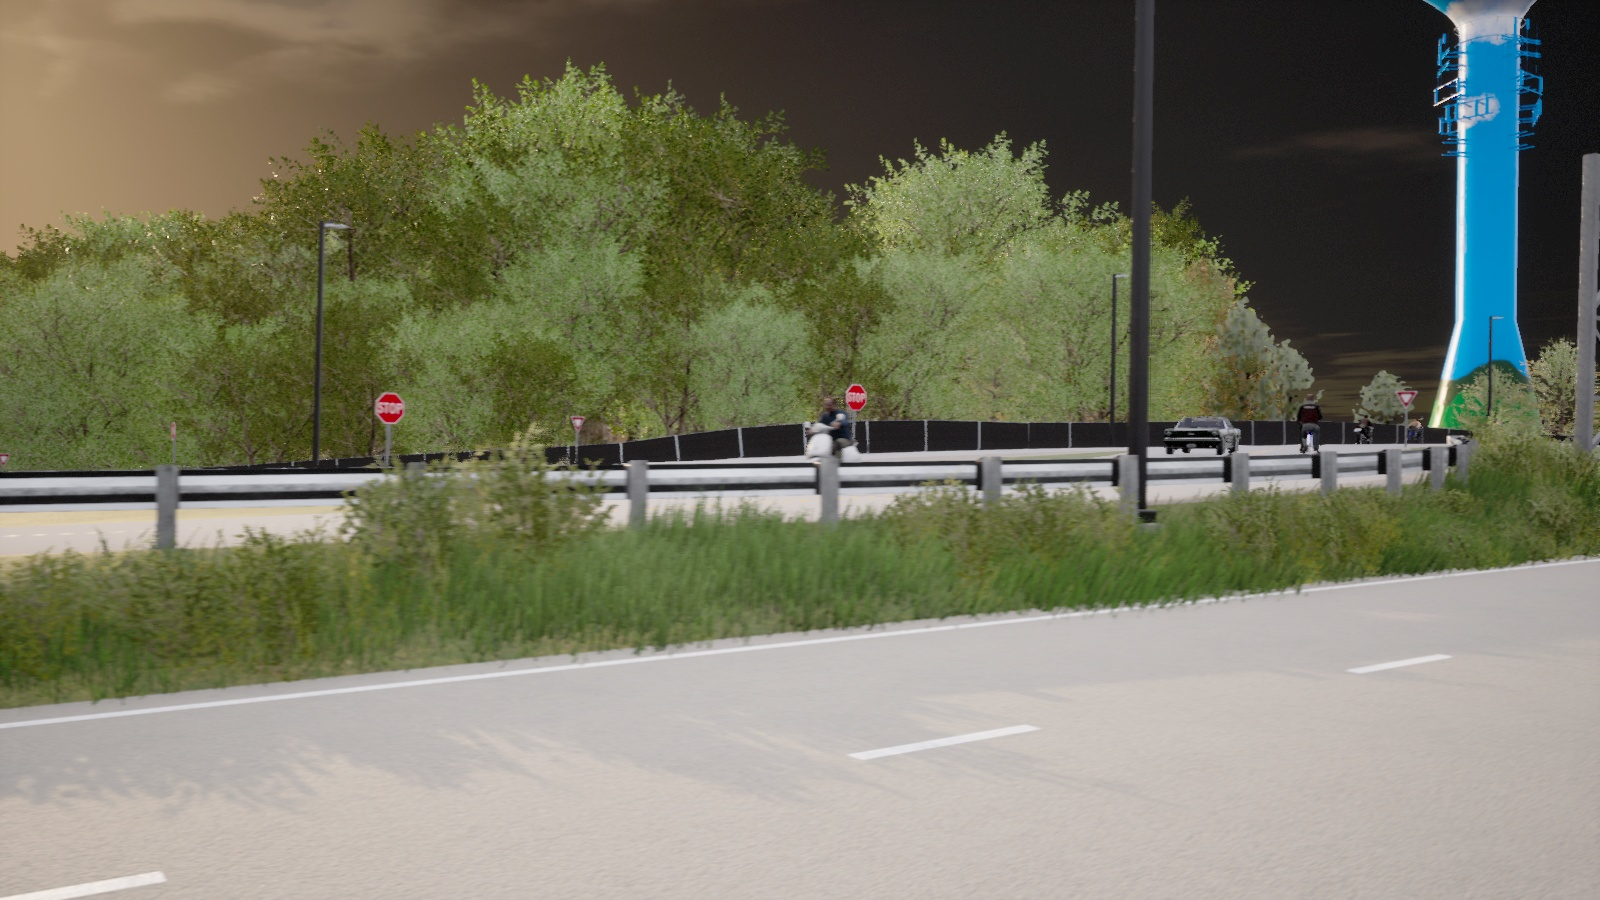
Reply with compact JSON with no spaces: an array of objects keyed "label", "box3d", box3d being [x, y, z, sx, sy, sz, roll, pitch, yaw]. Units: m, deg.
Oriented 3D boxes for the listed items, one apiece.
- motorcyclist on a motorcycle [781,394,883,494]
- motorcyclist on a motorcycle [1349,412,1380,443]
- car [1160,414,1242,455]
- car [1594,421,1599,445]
[{"label":"motorcyclist on a motorcycle","box3d":[0.573,-0.116,21.373,0.866,1.590,1.817,-4,-1,30]},{"label":"motorcyclist on a motorcycle","box3d":[28.114,-1.124,62.500,0.797,1.523,2.044,0,1,43]},{"label":"car","box3d":[13.649,-0.550,42.595,1.895,1.301,4.718,0,1,27]},{"label":"car","box3d":[52.347,-1.010,79.452,3.806,1.475,1.970,3,-2,-29]}]
